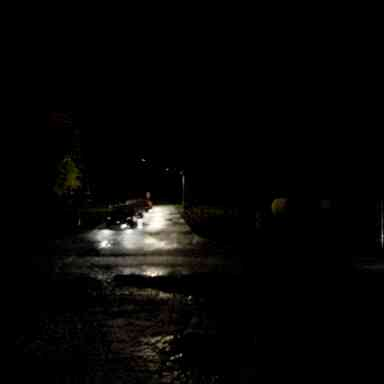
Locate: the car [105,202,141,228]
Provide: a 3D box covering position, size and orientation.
[{"bbox_3d":[-5.003,1.729,24.175,1.812,1.442,4.674,0,-1,-4],"label":"car"}]

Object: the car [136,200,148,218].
[{"bbox_3d":[-5.701,1.810,33.184,1.812,1.442,4.674,0,-1,-4],"label":"car"}]

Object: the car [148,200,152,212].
[{"bbox_3d":[-6.421,1.844,42.309,1.882,1.535,5.008,0,-1,-5],"label":"car"}]
